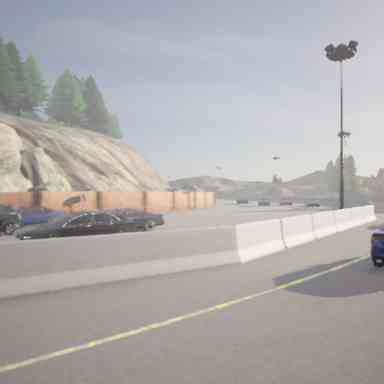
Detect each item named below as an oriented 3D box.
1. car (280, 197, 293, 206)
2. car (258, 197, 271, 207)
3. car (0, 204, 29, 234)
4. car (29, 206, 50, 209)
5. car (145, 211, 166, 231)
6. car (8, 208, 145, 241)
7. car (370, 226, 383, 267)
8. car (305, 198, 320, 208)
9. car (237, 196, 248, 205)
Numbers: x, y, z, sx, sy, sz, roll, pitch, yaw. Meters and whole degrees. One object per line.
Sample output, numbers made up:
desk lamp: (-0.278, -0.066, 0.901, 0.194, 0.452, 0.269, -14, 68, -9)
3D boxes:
car: (15.635, 1.612, 55.148, 2.033, 1.411, 5.357, 0, 0, 12)
car: (11.680, 1.584, 53.656, 1.837, 1.490, 4.892, 0, 0, 12)
car: (-11.459, 1.444, 17.515, 4.553, 1.767, 2.097, 0, 0, -38)
car: (-10.958, 1.648, 22.252, 5.357, 1.411, 2.033, 0, 0, -41)
car: (-4.021, 1.611, 19.111, 5.357, 1.411, 2.033, 0, 0, -43)
car: (-4.680, 1.560, 13.987, 4.892, 1.490, 1.837, 0, 0, -40)
car: (7.288, 1.473, 10.503, 5.008, 1.535, 1.882, 0, 0, -45)
car: (17.959, 1.590, 49.606, 2.033, 1.411, 5.357, 0, 0, 15)
car: (9.715, 1.591, 63.921, 1.882, 1.535, 5.008, 0, 0, 3)
